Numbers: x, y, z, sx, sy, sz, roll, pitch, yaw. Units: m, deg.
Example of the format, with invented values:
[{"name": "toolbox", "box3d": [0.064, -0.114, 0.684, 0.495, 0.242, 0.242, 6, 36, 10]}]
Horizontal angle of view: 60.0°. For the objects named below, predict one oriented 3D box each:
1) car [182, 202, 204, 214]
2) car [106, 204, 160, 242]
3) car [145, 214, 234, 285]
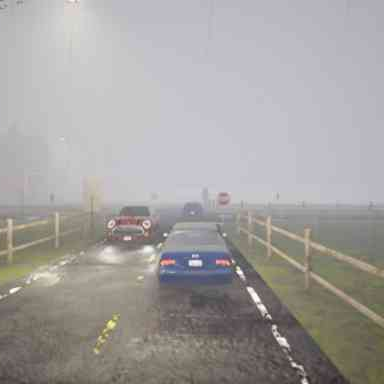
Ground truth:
[{"name": "car", "box3d": [0.066, 1.619, 30.499, 1.882, 1.535, 5.008, 0, 0, 0]}, {"name": "car", "box3d": [-2.782, 1.421, 16.652, 2.097, 1.767, 4.553, 0, 0, 0]}, {"name": "car", "box3d": [0.089, 1.589, 9.671, 2.033, 1.411, 5.357, 0, 0, 0]}]
